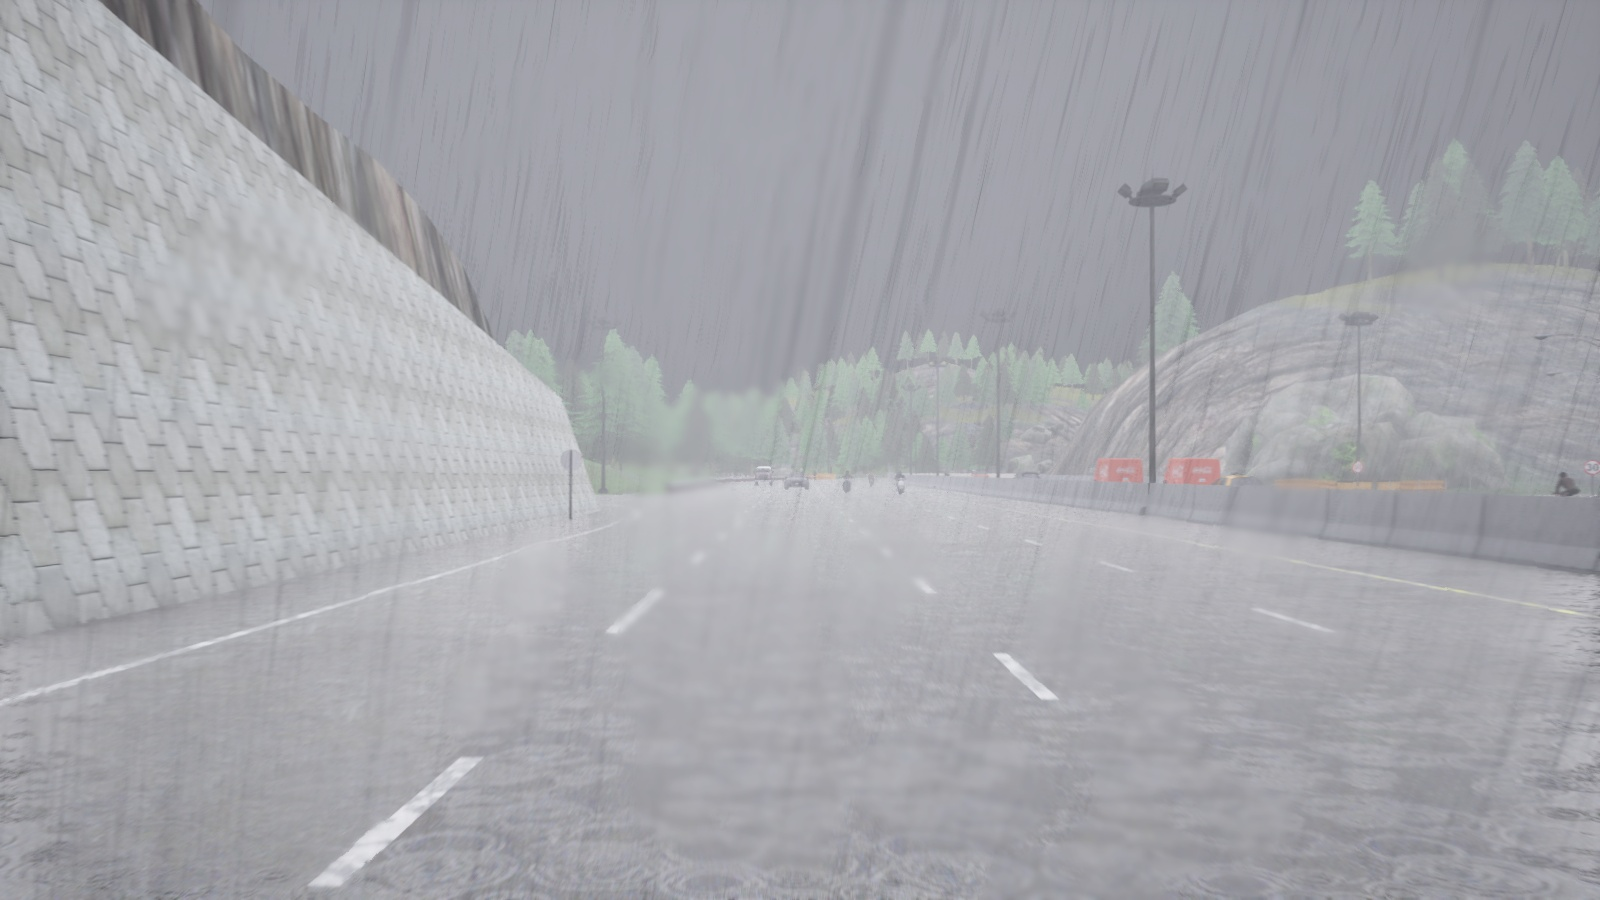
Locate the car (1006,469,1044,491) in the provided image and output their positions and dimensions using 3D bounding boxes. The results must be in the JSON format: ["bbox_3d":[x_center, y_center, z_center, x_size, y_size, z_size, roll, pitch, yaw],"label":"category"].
[{"bbox_3d":[17.266,2.284,96.429,2.033,1.649,4.856,0,-1,0],"label":"car"}]

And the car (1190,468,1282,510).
[{"bbox_3d":[17.378,1.524,50.358,1.801,1.575,5.366,0,-1,0],"label":"car"}]

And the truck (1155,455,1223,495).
[{"bbox_3d":[24.308,1.549,78.778,2.627,2.467,5.204,0,-1,0],"label":"truck"}]

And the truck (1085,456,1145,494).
[{"bbox_3d":[20.797,1.634,83.039,2.627,2.467,5.204,0,-1,0],"label":"truck"}]
